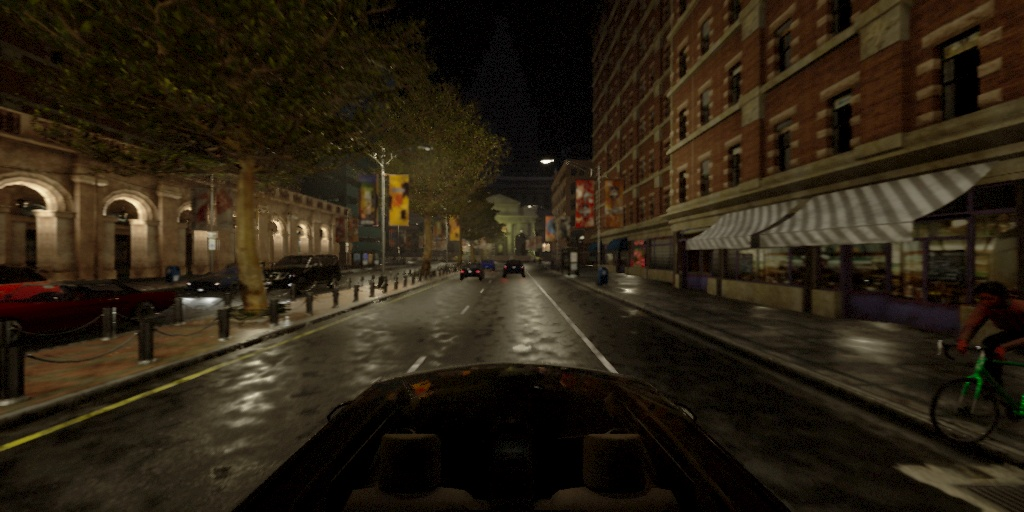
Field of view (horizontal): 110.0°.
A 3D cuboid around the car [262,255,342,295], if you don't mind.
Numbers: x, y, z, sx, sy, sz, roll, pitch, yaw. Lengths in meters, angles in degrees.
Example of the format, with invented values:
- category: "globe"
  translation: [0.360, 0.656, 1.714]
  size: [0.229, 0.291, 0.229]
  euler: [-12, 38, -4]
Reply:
- category: "car"
  translation: [-11.540, 0.942, 19.793]
  size: [2.150, 2.045, 5.566]
  euler: [0, 0, 1]

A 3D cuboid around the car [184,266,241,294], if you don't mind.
- category: "car"
  translation: [-15.044, 1.259, 19.992]
  size: [2.033, 1.411, 5.357]
  euler: [0, 0, 0]

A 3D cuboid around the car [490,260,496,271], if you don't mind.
- category: "car"
  translation: [-3.271, 1.219, 49.468]
  size: [1.882, 1.535, 5.008]
  euler: [0, 0, 0]

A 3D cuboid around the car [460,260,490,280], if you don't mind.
- category: "car"
  translation: [-3.322, 1.289, 30.808]
  size: [2.033, 1.411, 5.357]
  euler: [0, 0, 0]

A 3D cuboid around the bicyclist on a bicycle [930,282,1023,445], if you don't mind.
- category: "bicyclist on a bicycle"
  translation: [5.012, 1.081, 3.608]
  size: [1.656, 1.620, 0.582]
  euler: [-3, 0, 0]

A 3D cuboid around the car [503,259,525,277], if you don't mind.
- category: "car"
  translation: [0.187, 1.101, 35.534]
  size: [2.097, 1.767, 4.553]
  euler: [0, 0, 0]

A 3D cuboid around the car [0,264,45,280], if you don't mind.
- category: "car"
  translation: [-15.083, 1.063, 9.261]
  size: [2.097, 1.767, 4.553]
  euler: [0, 0, 0]

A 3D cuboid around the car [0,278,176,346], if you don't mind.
- category: "car"
  translation: [-11.586, 1.321, 9.094]
  size: [1.895, 1.301, 4.718]
  euler: [0, 0, 0]
